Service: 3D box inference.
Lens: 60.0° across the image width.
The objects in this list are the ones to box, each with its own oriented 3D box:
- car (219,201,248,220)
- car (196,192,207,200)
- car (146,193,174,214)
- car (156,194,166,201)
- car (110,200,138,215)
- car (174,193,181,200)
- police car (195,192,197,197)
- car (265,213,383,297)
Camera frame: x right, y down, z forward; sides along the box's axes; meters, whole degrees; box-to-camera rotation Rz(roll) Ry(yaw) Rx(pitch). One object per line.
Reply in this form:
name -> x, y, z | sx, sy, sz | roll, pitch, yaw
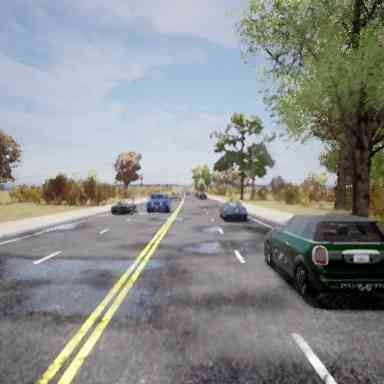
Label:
car -> 3.322, 1.457, 27.238 | 2.033, 1.411, 5.357 | 0, 0, 0
car -> 2.758, 1.148, 82.249 | 1.882, 1.535, 5.008 | 0, 0, -1
car -> -3.398, 1.102, 34.729 | 2.150, 2.045, 5.566 | 0, 0, 0
car -> -6.877, 1.182, 73.339 | 1.837, 1.490, 4.892 | 0, 0, -1
car -> -6.643, 1.490, 32.768 | 1.895, 1.301, 4.718 | 0, 0, 0
car -> -3.655, 1.008, 75.623 | 2.097, 1.767, 4.553 | 0, 0, -1
police car -> 2.592, 1.119, 93.260 | 2.038, 1.542, 4.974 | 0, 0, -1
car -> 3.349, 1.324, 8.701 | 2.097, 1.767, 4.553 | 0, 0, 0
